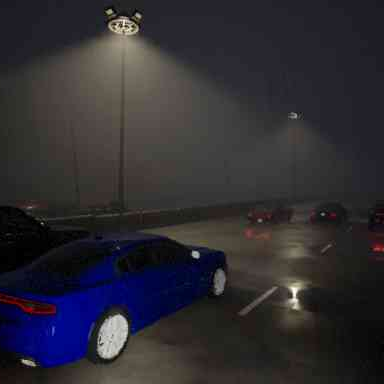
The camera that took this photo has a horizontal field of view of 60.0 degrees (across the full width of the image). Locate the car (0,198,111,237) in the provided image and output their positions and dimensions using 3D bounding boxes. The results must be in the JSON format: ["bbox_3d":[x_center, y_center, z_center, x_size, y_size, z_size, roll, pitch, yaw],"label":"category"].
[{"bbox_3d":[-4.594,1.221,7.029,2.150,2.045,5.566,0,0,32],"label":"car"}]

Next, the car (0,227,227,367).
[{"bbox_3d":[-1.069,1.477,6.065,1.882,1.535,5.008,0,0,32],"label":"car"}]

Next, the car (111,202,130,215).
[{"bbox_3d":[-6.606,1.462,23.987,1.837,1.490,4.892,0,0,32],"label":"car"}]

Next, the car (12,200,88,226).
[{"bbox_3d":[-10.322,1.441,24.648,1.882,1.535,5.008,0,0,32],"label":"car"}]

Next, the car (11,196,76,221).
[{"bbox_3d":[-12.355,1.306,27.997,2.097,1.767,4.553,0,0,32],"label":"car"}]

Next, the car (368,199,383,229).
[{"bbox_3d":[11.974,1.418,20.315,1.837,1.490,4.892,0,0,32],"label":"car"}]

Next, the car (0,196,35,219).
[{"bbox_3d":[-16.183,1.313,28.478,2.097,1.767,4.553,0,0,32],"label":"car"}]

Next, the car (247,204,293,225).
[{"bbox_3d":[5.555,1.521,23.253,1.895,1.301,4.718,0,0,32],"label":"car"}]

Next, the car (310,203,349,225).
[{"bbox_3d":[9.641,1.452,23.187,2.033,1.411,5.357,0,0,32],"label":"car"}]
